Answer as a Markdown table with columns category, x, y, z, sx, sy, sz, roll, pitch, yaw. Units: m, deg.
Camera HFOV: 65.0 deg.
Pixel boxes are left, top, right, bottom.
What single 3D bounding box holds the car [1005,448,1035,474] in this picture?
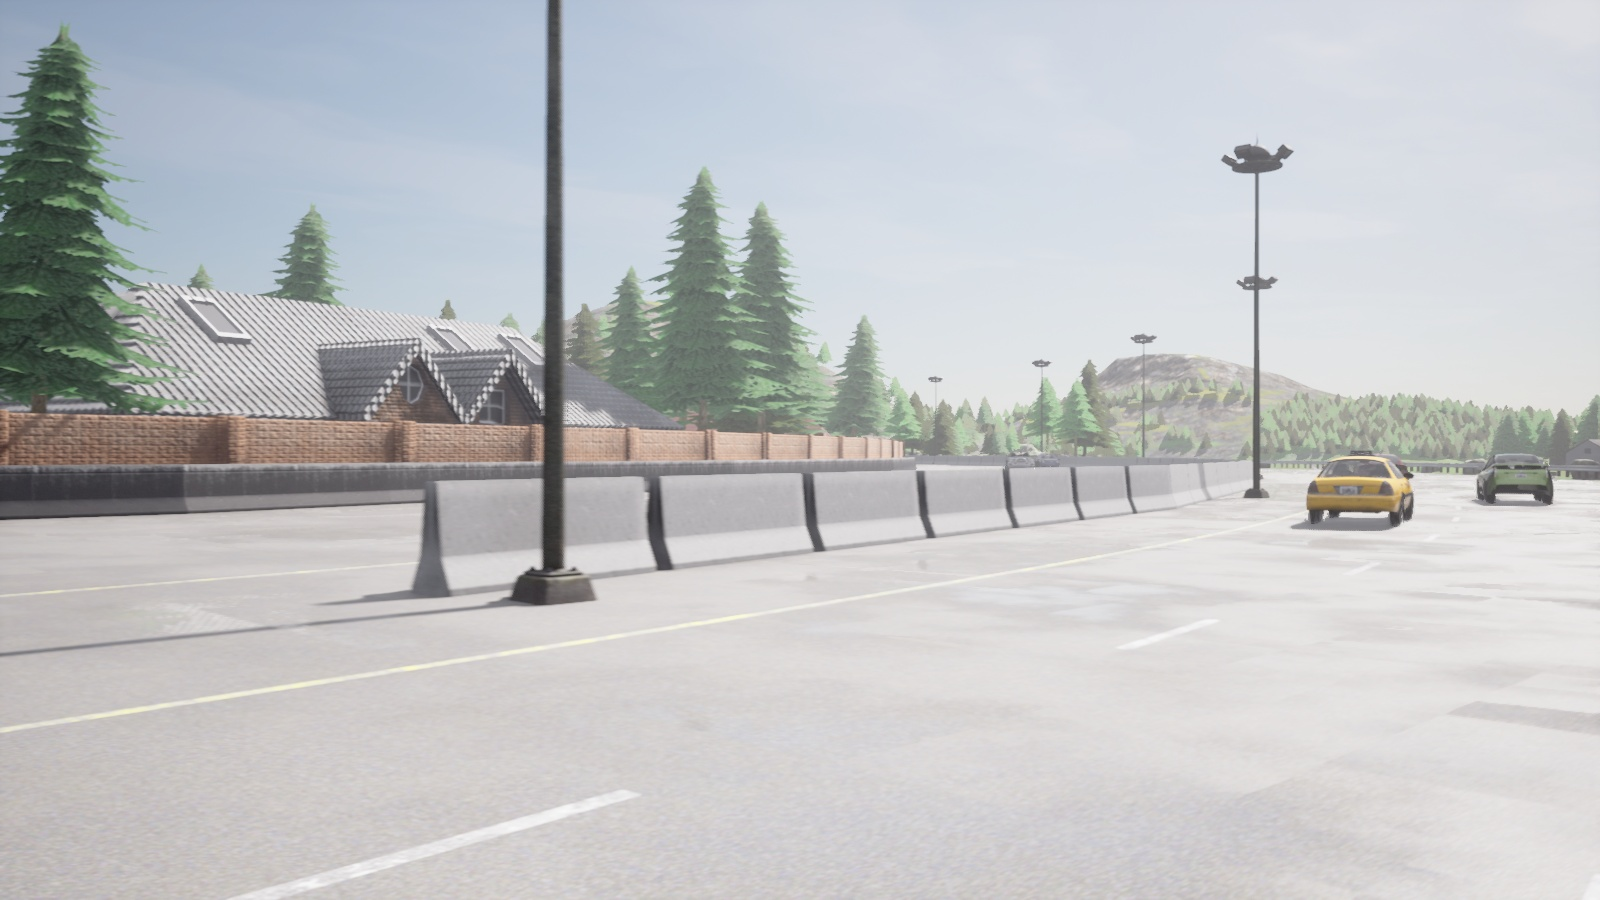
| category | x | y | z | sx | sy | sz | roll | pitch | yaw |
| --- | --- | --- | --- | --- | --- | --- | --- | --- | --- |
| car | 15.858 | 0.767 | 90.636 | 1.932 | 1.855 | 4.605 | 0 | 0 | 8 |

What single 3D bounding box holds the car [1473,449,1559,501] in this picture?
| category | x | y | z | sx | sy | sz | roll | pitch | yaw |
| --- | --- | --- | --- | --- | --- | --- | --- | --- | --- |
| car | 22.626 | 0.746 | 39.843 | 2.007 | 1.525 | 4.514 | 0 | 0 | 25 |

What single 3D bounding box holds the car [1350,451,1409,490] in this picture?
| category | x | y | z | sx | sy | sz | roll | pitch | yaw |
| --- | --- | --- | --- | --- | --- | --- | --- | --- | --- |
| car | 23.923 | 0.807 | 51.945 | 1.882 | 1.535 | 5.008 | 0 | 0 | 21 |

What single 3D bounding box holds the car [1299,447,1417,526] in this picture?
| category | x | y | z | sx | sy | sz | roll | pitch | yaw |
| --- | --- | --- | --- | --- | --- | --- | --- | --- | --- |
| car | 12.430 | 0.729 | 27.780 | 1.801 | 1.575 | 5.366 | 0 | 0 | 30 |
